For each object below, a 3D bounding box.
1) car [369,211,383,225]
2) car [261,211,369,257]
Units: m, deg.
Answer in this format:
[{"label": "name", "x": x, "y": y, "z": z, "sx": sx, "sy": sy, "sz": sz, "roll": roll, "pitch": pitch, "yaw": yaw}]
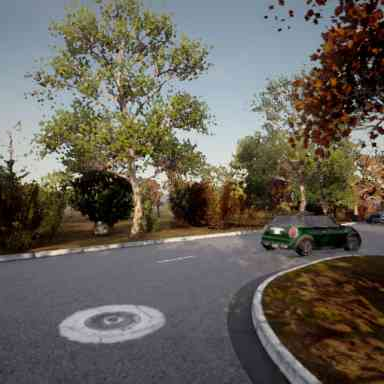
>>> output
[{"label": "car", "x": 23.153, "y": 3.083, "z": 40.556, "sx": 4.553, "sy": 1.767, "sz": 2.097, "roll": 3, "pitch": -3, "yaw": -38}, {"label": "car", "x": 5.260, "y": 1.697, "z": 14.532, "sx": 4.553, "sy": 1.767, "sz": 2.097, "roll": 2, "pitch": -2, "yaw": -31}]
